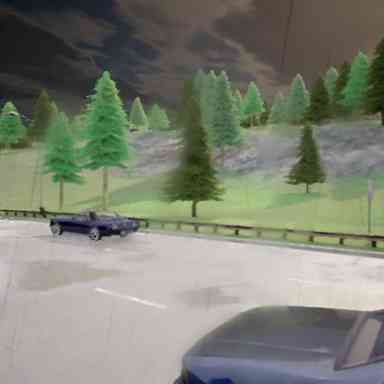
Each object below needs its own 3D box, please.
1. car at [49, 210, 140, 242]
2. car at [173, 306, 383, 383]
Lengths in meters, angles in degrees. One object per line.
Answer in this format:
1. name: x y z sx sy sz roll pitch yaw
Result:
1. car: -4.831 1.515 16.036 4.718 1.301 1.895 0 0 35
2. car: 2.426 1.552 2.261 5.357 1.411 2.033 0 0 36
